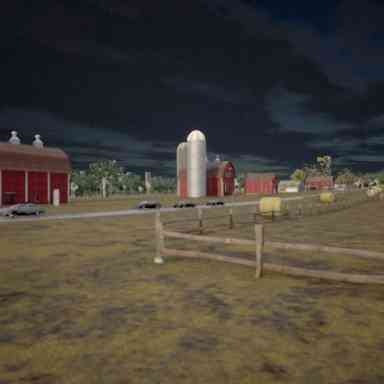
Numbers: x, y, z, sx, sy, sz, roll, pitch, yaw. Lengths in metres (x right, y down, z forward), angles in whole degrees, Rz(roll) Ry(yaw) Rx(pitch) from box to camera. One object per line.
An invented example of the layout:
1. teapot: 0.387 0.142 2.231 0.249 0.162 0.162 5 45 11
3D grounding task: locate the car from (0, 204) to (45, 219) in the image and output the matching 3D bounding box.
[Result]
1. car: -18.477 2.041 36.081 2.128 1.511 4.902 -1 -1 35

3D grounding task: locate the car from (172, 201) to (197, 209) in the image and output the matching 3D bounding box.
1. car: -1.139 2.143 55.622 1.895 1.301 4.718 -1 0 36

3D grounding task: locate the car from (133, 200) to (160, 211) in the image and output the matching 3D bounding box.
1. car: -7.079 2.070 52.207 1.882 1.535 5.008 -1 0 35

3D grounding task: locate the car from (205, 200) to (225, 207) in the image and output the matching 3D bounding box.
1. car: 4.540 2.105 63.773 1.895 1.301 4.718 -1 0 35
